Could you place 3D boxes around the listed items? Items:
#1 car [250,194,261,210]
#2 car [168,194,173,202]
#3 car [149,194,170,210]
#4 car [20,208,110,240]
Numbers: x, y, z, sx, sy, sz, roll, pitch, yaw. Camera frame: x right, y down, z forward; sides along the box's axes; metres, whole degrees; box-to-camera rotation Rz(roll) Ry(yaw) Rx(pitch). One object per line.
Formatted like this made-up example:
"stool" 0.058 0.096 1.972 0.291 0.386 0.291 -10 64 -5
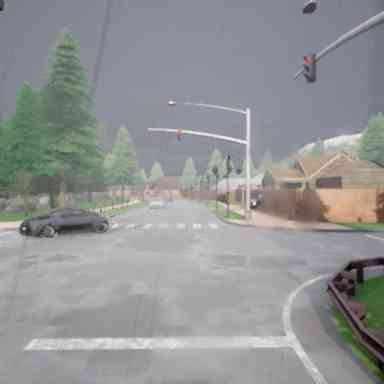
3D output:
"car" 8.763 1.029 36.807 4.605 1.855 1.932 0 0 -1
"car" -4.848 1.208 65.279 1.812 1.442 4.674 0 0 -10
"car" -4.116 1.378 40.791 1.812 1.442 4.674 0 0 -1
"car" -6.292 1.500 16.766 4.181 1.385 1.994 0 1 -44
